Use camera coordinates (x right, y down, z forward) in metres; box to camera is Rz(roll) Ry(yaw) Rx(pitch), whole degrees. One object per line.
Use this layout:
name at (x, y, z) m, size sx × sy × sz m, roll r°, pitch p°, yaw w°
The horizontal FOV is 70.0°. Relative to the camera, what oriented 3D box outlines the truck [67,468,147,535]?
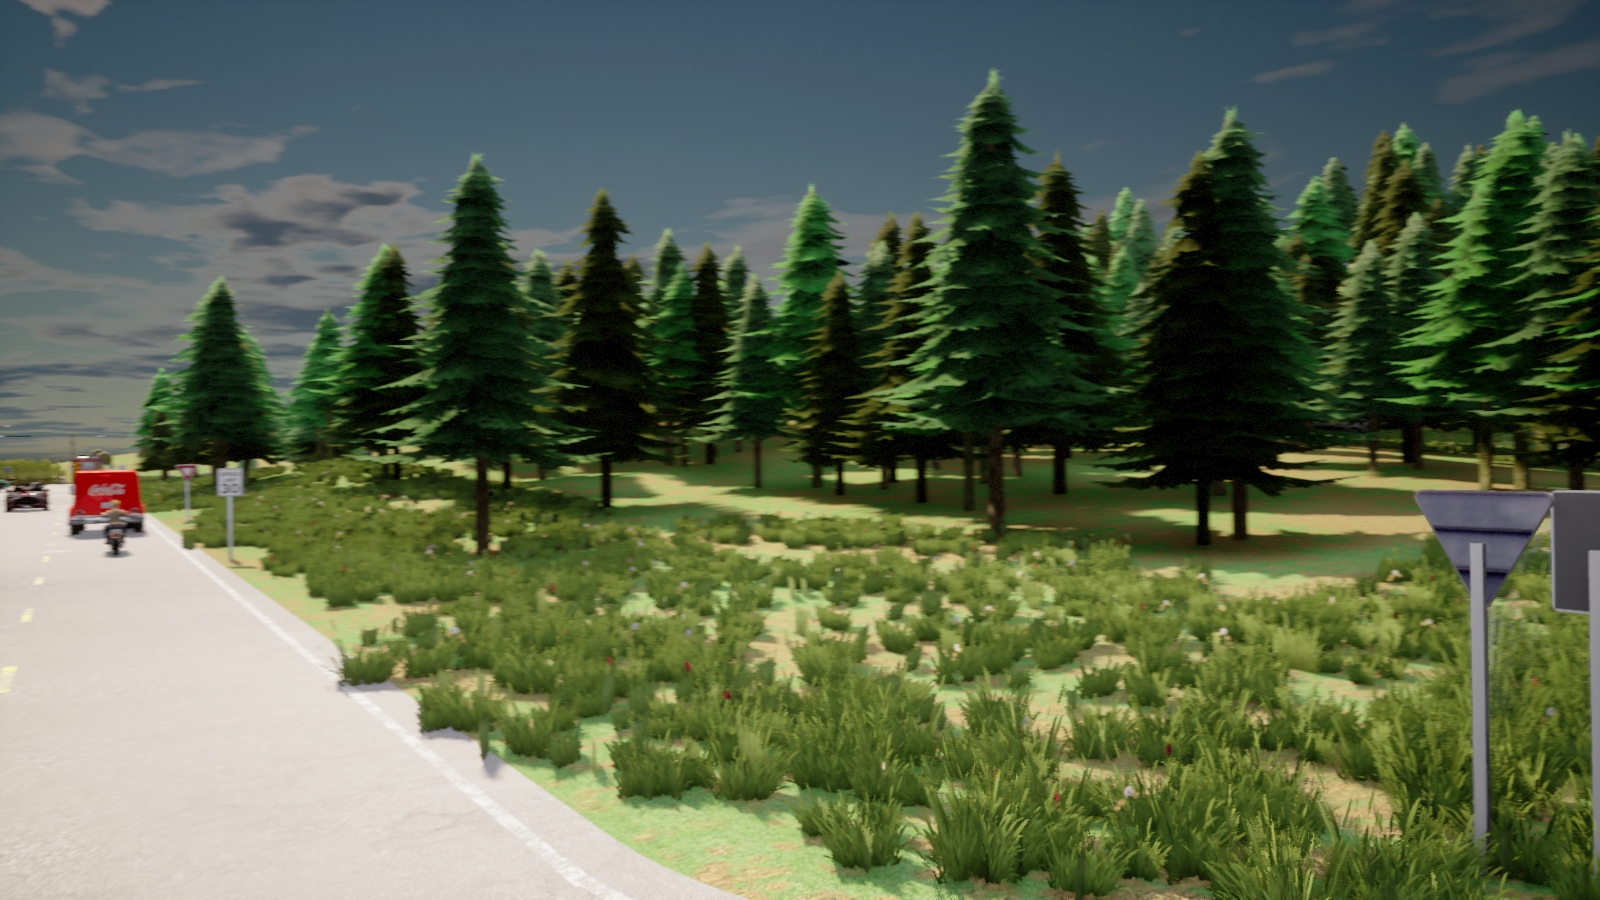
truck at (-28.060, 2.008, 46.205) m, size 2.627 × 2.467 × 5.204 m, roll -1°, pitch -1°, yaw -32°
